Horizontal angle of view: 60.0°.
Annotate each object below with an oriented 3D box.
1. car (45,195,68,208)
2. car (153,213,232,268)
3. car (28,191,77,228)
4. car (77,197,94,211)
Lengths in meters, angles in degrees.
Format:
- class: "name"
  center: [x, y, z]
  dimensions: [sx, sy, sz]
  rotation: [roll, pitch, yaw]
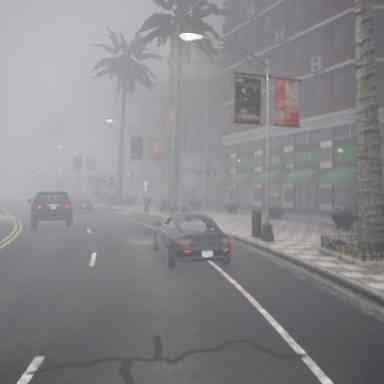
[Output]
- class: "car"
  center: [-16.381, 1.083, 40.016]
  dimensions: [1.812, 1.442, 4.674]
  rotation: [0, 1, -32]
- class: "car"
  center: [-0.132, 1.407, 10.820]
  dimensions: [1.812, 1.442, 4.674]
  rotation: [0, 1, -13]
- class: "car"
  center: [-8.764, 0.987, 20.491]
  dimensions: [2.150, 2.045, 5.566]
  rotation: [0, 0, -27]
- class: "car"
  center: [-11.333, 1.201, 32.878]
  dimensions: [1.994, 1.385, 4.181]
  rotation: [0, 1, -38]
